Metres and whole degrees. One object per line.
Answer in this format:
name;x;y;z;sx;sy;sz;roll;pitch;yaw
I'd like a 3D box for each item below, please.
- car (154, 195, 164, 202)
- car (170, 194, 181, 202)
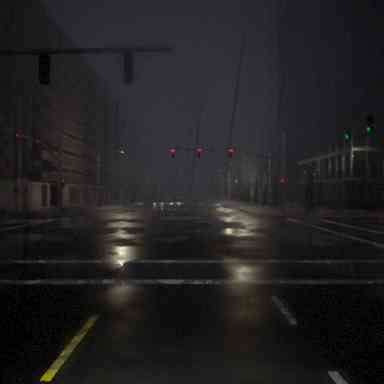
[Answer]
car;-6.994;1.442;70.863;1.812;1.442;4.674;0;0;1
car;-3.494;1.274;70.849;2.097;1.767;4.553;0;0;1
